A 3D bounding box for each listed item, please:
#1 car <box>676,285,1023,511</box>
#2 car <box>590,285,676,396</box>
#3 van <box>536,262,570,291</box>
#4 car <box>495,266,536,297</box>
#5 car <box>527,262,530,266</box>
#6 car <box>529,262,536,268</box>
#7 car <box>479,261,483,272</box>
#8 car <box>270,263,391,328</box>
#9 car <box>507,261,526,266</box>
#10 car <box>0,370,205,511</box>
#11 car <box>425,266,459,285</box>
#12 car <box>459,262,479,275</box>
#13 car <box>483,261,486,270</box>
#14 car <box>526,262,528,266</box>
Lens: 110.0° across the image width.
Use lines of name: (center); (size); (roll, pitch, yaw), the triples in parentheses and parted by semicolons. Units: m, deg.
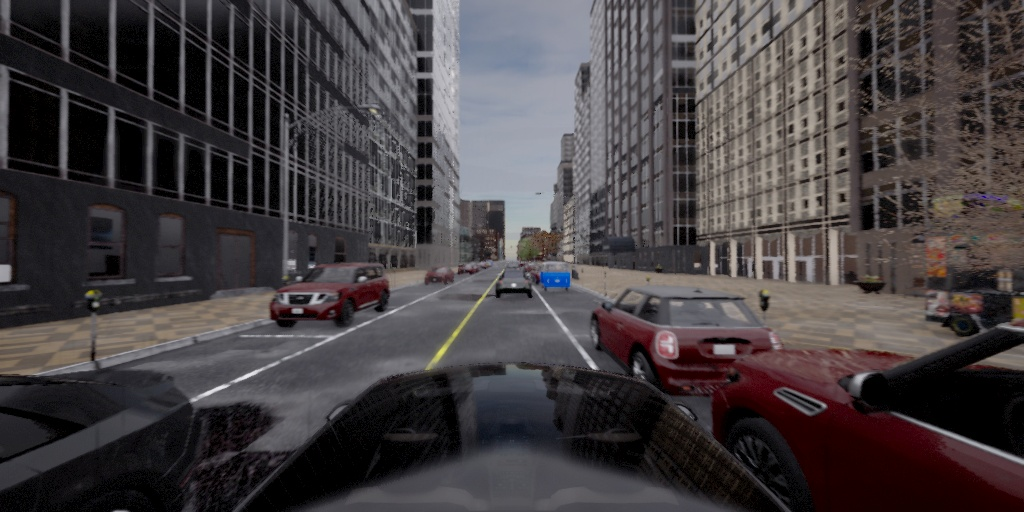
car: (2.694, 1.055, 0.942); (2.192, 1.841, 5.009); (0, 0, 0)
car: (2.692, 1.225, 6.481); (1.967, 1.591, 4.097); (0, 0, 0)
van: (2.688, 1.260, 23.099); (1.690, 1.789, 3.998); (0, 0, 0)
car: (0.097, 1.464, 20.261); (1.994, 1.385, 4.181); (0, 0, 0)
car: (2.685, 1.534, 34.347); (1.751, 1.417, 4.829); (0, 0, 0)
car: (2.686, 1.404, 28.638); (1.967, 1.591, 4.097); (0, 0, 0)
car: (-5.699, 1.594, 50.791); (1.967, 1.591, 4.097); (0, 0, 0)
car: (-5.690, 1.156, 12.018); (2.192, 1.841, 5.009); (0, 0, 0)
car: (0.092, 1.548, 39.673); (2.128, 1.511, 4.902); (0, 0, 0)
car: (-3.094, 1.250, 0.484); (1.837, 1.490, 4.892); (0, -1, 0)
car: (-5.694, 1.521, 28.636); (1.888, 1.381, 4.507); (0, 0, 0)
car: (-5.698, 1.655, 45.252); (1.888, 1.381, 4.507); (0, 0, 0)
car: (-5.701, 1.749, 56.331); (2.007, 1.370, 4.403); (0, 0, 0)
car: (2.681, 1.583, 50.794); (1.967, 1.591, 4.097); (0, 0, 0)
